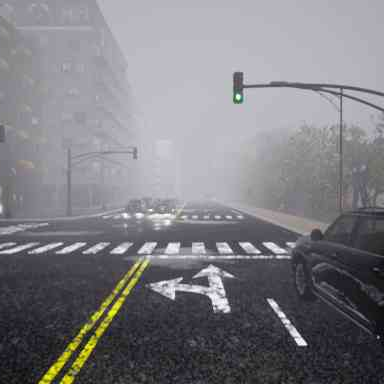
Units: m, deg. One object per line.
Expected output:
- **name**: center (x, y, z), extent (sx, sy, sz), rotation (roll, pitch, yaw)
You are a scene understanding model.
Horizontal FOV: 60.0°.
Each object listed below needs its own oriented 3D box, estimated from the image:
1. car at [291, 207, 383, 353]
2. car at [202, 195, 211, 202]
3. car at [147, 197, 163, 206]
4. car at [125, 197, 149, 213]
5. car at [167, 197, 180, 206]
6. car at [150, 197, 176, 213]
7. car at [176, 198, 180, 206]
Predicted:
- **car**: center (3.375, 1.231, 5.255), extent (2.150, 2.045, 5.566), rotation (0, 0, -2)
- **car**: center (3.433, 1.533, 78.395), extent (2.097, 1.767, 4.553), rotation (0, 0, 0)
- **car**: center (-6.447, 1.673, 58.463), extent (2.033, 1.411, 5.357), rotation (0, 0, 0)
- **car**: center (-6.509, 1.582, 38.651), extent (1.837, 1.490, 4.892), rotation (0, 0, 0)
- **car**: center (-3.192, 1.689, 58.645), extent (1.994, 1.385, 4.181), rotation (0, 0, 0)
- **car**: center (-3.273, 1.568, 38.321), extent (2.128, 1.511, 4.902), rotation (0, 0, -2)
- **car**: center (-3.240, 1.647, 48.069), extent (2.033, 1.411, 5.357), rotation (0, 0, 0)
